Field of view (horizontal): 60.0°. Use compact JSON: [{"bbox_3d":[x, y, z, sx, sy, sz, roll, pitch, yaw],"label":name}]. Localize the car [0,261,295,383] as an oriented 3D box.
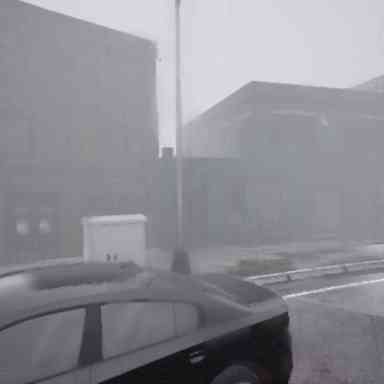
[{"bbox_3d":[-1.331,1.446,2.802,5.008,1.535,1.882,0,0,-32],"label":"car"}]
